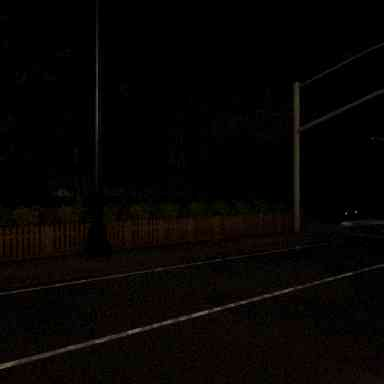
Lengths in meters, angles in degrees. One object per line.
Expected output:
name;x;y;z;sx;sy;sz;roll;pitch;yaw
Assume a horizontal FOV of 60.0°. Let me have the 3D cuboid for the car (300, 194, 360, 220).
car;11.334;1.221;28.466;2.150;2.045;5.566;0;0;-34
